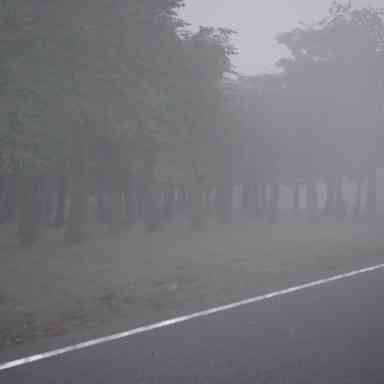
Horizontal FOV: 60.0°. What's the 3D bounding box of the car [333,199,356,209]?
[{"bbox_3d":[22.515,1.836,49.401,1.837,1.490,4.892,1,1,-35],"label":"car"}]
